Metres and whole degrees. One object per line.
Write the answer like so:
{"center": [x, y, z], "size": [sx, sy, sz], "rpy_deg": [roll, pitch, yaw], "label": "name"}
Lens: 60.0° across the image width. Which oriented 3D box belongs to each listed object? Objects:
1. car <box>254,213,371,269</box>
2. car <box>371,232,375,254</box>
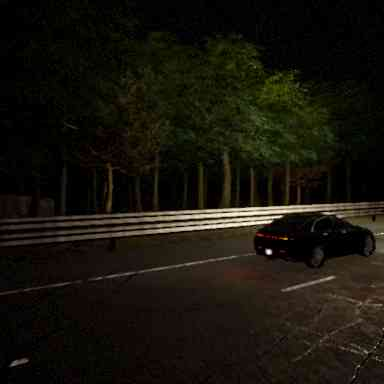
{"center": [4.186, 1.463, 11.030], "size": [4.892, 1.490, 1.837], "rpy_deg": [0, 0, -36], "label": "car"}
{"center": [6.756, 1.481, 8.567], "size": [4.674, 1.442, 1.812], "rpy_deg": [0, 0, -35], "label": "car"}
